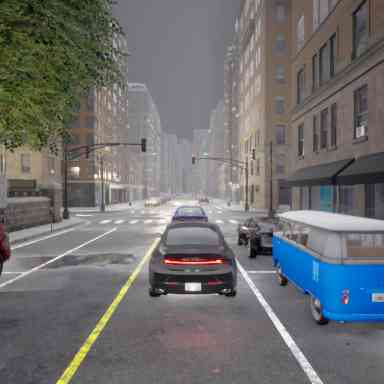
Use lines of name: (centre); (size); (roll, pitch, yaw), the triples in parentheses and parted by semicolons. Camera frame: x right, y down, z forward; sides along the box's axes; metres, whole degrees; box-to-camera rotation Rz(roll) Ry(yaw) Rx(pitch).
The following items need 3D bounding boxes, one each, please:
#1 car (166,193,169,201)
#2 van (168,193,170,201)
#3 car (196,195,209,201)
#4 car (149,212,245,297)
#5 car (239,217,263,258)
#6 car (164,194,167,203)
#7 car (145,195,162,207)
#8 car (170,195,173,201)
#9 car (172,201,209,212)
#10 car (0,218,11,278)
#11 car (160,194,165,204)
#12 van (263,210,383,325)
car: (-6.171, 1.513, 66.758); (1.887, 1.381, 4.507); (0, 0, 0)
van: (-6.213, 1.310, 72.208); (1.690, 1.788, 3.998); (0, 0, 0)
car: (2.353, 1.408, 66.858); (1.967, 1.590, 4.097); (0, 0, 0)
car: (0.010, 1.503, 8.565); (1.837, 1.490, 4.892); (0, 0, 0)
car: (2.767, 1.563, 12.483); (1.947, 1.339, 4.313); (0, 0, 0)
car: (-6.129, 1.513, 61.307); (1.887, 1.381, 4.507); (0, 0, 0)
car: (-6.045, 1.497, 50.236); (1.752, 1.417, 4.829); (0, 0, 0)
car: (-6.253, 1.521, 77.659); (2.008, 1.369, 4.403); (0, 0, 0)
car: (-0.099, 1.472, 18.061); (1.882, 1.535, 5.008); (0, 0, 0)
car: (-5.715, 1.314, 6.718); (2.192, 1.841, 5.009); (0, 0, 0)
car: (-6.088, 1.520, 55.856); (2.008, 1.369, 4.403); (0, 0, 0)
van: (2.809, 1.340, 6.823); (1.690, 1.788, 3.998); (0, 0, 0)
